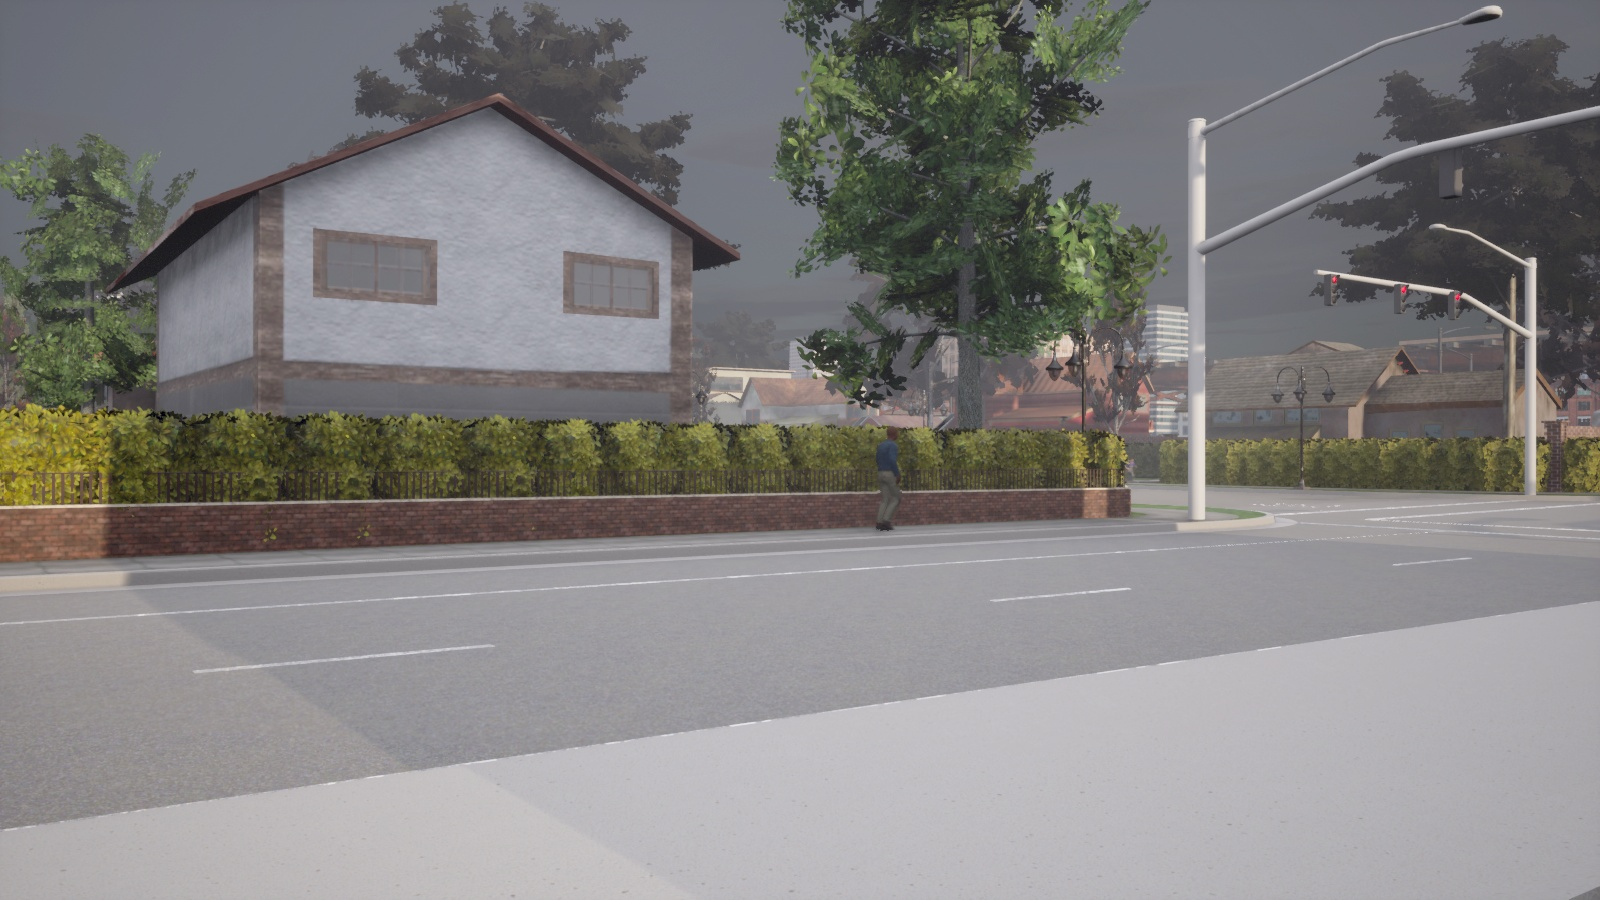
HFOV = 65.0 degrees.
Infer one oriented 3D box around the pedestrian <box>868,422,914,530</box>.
[{"bbox_3d":[1.577,0.450,21.733,0.726,1.835,0.370,0,0,-33],"label":"pedestrian"}]
